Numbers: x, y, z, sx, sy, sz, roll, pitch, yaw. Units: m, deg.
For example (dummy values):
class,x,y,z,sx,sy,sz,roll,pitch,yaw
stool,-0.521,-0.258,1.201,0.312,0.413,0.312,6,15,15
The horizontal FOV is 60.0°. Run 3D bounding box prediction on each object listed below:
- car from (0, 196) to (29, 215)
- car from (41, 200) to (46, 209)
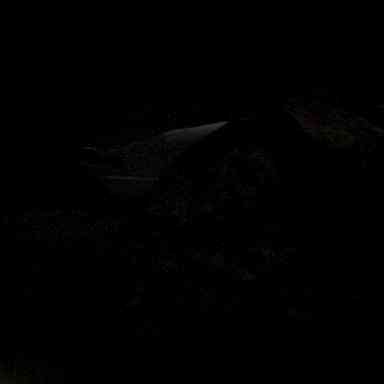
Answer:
class,x,y,z,sx,sy,sz,roll,pitch,yaw
car,-17.929,1.563,31.531,1.905,1.878,3.866,0,0,37
car,-19.767,1.747,38.422,2.242,1.667,4.611,0,0,37
